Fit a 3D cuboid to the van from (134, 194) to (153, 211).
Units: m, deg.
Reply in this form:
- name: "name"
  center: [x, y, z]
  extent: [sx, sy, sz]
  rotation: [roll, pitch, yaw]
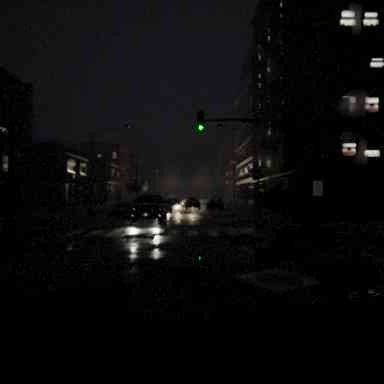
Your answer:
- name: "van"
  center: [-5.664, 1.225, 39.143]
  extent: [1.690, 1.788, 3.998]
  rotation: [1, 0, 0]

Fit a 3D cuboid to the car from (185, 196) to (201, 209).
- name: "car"
  center: [0.108, 1.475, 42.290]
  extent: [1.895, 1.301, 4.718]
  rotation: [0, 0, 0]

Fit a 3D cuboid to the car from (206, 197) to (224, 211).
- name: "car"
  center: [2.713, 1.324, 39.202]
  extent: [1.967, 1.590, 4.097]
  rotation: [1, 0, 0]

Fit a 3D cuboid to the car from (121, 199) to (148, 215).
- name: "car"
  center: [-5.670, 1.446, 33.456]
  extent: [1.887, 1.381, 4.507]
  rotation: [1, 0, 0]

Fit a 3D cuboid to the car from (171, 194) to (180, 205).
- name: "car"
  center: [-3.015, 1.398, 56.329]
  extent: [1.994, 1.385, 4.181]
  rotation: [0, 0, 1]

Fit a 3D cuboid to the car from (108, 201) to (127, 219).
- name: "car"
  center: [-5.747, 1.463, 27.774]
  extent: [1.887, 1.381, 4.507]
  rotation: [1, 0, 0]

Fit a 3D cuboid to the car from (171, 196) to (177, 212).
- name: "car"
  center: [-3.071, 1.437, 37.193]
  extent: [2.033, 1.411, 5.357]
  rotation: [0, 0, 0]

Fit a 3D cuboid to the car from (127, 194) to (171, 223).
- name: "car"
  center: [-3.088, 1.147, 25.088]
  extent: [2.150, 2.045, 5.566]
  rotation: [0, 0, 1]

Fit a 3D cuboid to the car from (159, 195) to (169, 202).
- name: "car"
  center: [-5.664, 1.384, 67.577]
  extent: [1.802, 1.307, 4.206]
  rotation: [1, 0, 0]
